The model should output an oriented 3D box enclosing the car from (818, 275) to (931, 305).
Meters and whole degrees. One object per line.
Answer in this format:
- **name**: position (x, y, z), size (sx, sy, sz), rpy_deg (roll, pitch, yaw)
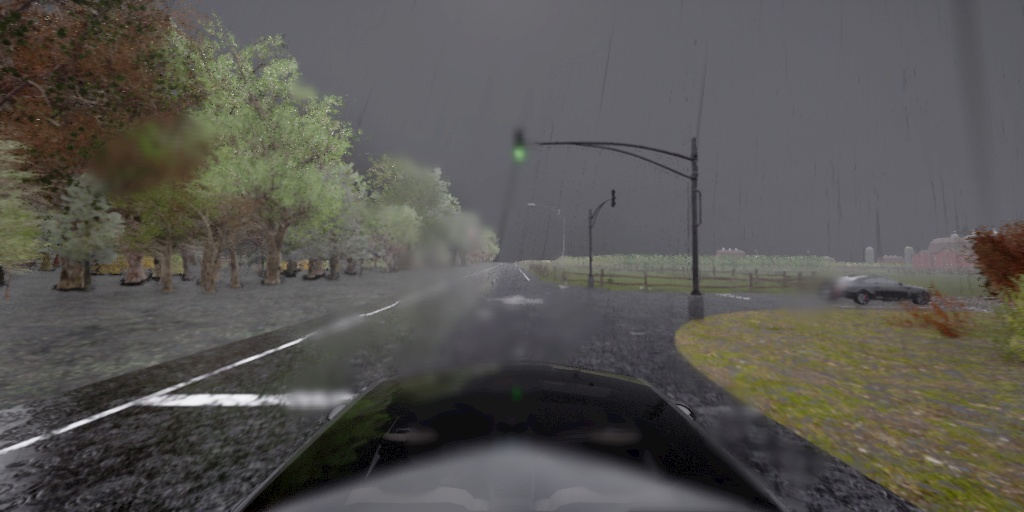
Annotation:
- **car**: position (18.313, 1.685, 18.269), size (4.674, 1.442, 1.812), rpy_deg (1, -2, 0)
